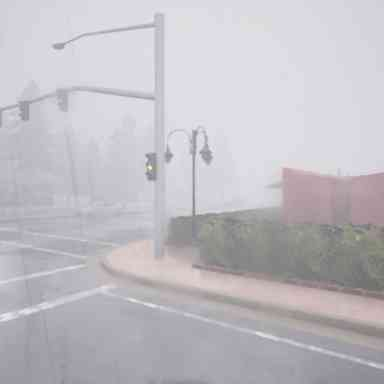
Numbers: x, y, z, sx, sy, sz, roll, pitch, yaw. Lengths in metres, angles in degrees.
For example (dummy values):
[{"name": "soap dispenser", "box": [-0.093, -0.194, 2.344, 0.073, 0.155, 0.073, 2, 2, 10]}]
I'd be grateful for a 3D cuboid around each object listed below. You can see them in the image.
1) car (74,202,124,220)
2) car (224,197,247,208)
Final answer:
[{"name": "car", "box": [-8.129, 1.584, 29.444, 1.812, 1.442, 4.674, 0, 0, 36]}, {"name": "car", "box": [6.516, 1.552, 49.658, 1.837, 1.490, 4.892, 0, 0, 36]}]
